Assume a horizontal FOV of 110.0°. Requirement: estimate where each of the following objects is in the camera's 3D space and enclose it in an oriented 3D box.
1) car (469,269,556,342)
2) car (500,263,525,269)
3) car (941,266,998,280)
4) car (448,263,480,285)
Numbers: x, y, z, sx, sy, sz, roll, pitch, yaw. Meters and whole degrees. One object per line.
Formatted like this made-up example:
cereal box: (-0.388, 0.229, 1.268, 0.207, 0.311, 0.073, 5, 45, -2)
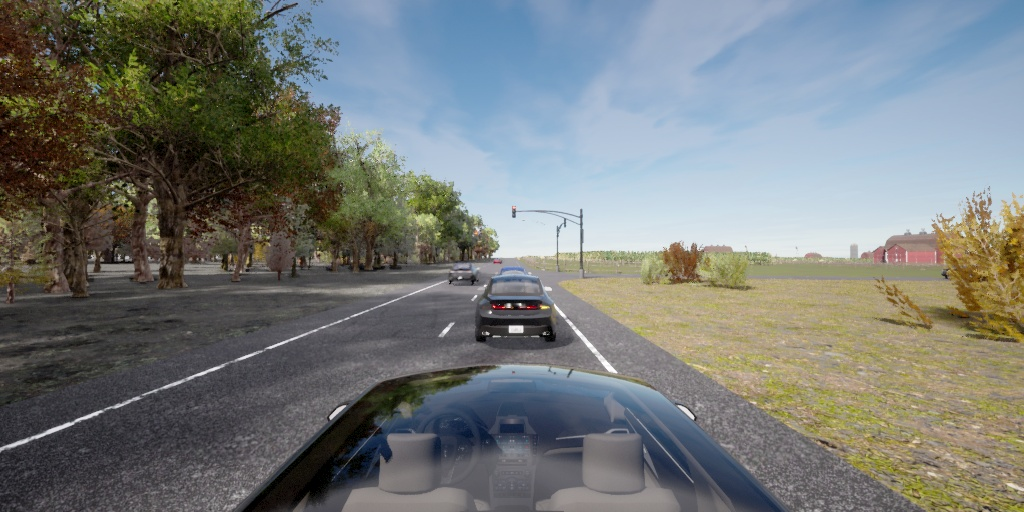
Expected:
car: (0.078, 1.257, 9.773, 1.837, 1.490, 4.892, 0, 0, 0)
car: (0.069, 1.280, 19.022, 1.812, 1.442, 4.674, 0, 0, 0)
car: (48.419, 1.768, 37.793, 4.902, 1.511, 2.128, 1, -1, 0)
car: (-3.466, 1.247, 26.399, 2.128, 1.511, 4.902, 0, 0, 0)
